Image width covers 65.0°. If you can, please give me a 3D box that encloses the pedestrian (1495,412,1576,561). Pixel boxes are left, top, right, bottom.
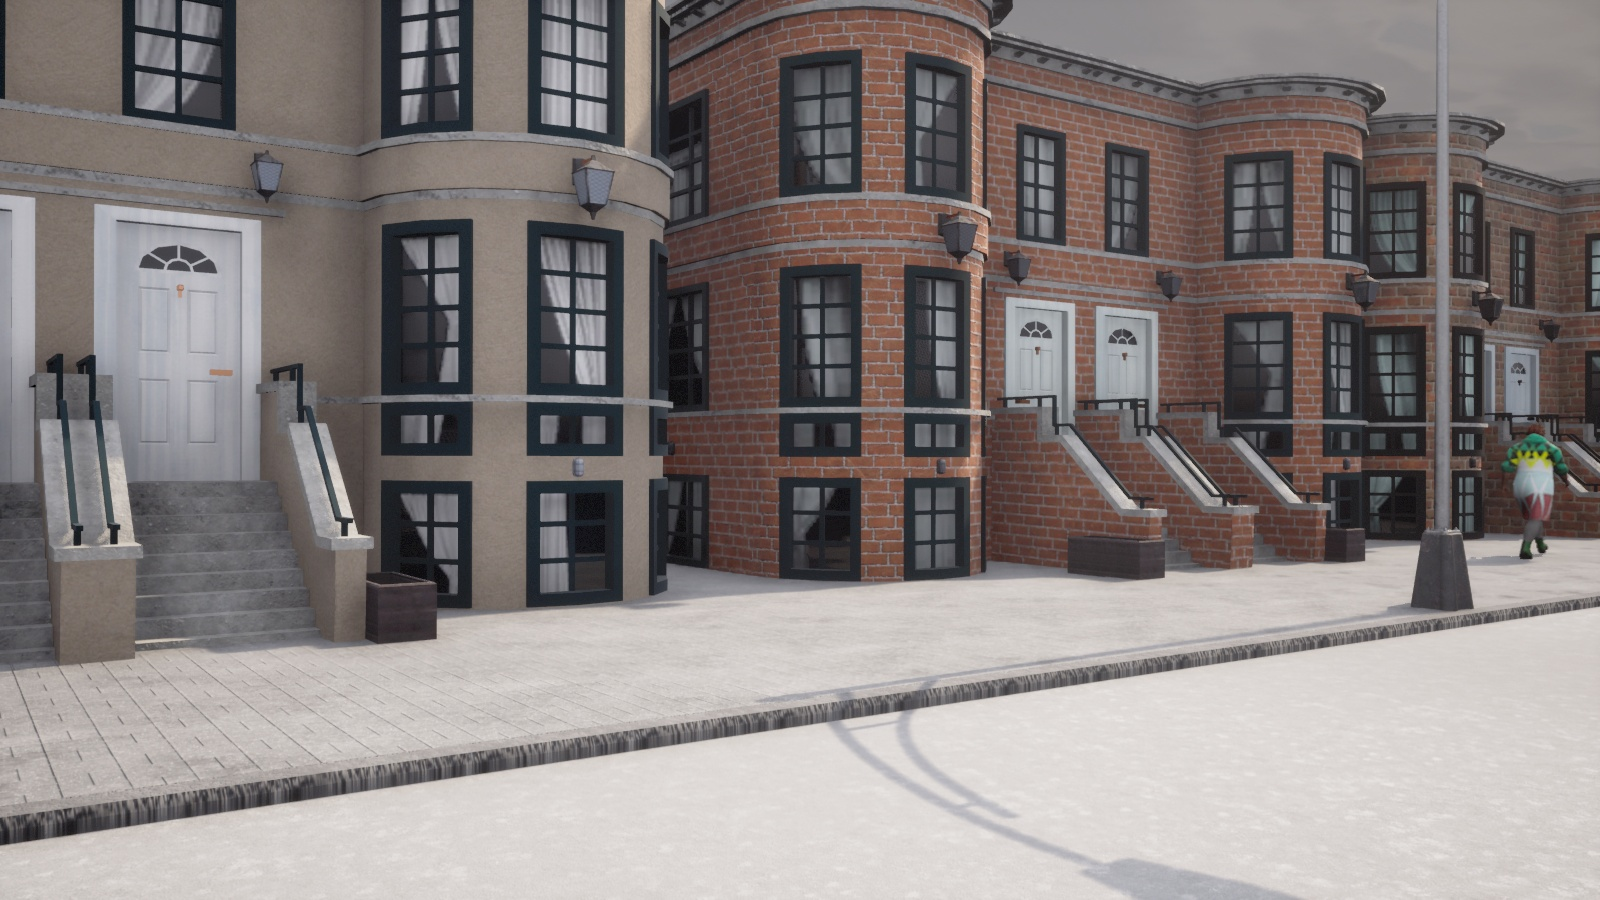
[{"bbox_3d":[9.905,0.475,16.914,0.873,1.952,0.659,0,0,-37],"label":"pedestrian"}]
